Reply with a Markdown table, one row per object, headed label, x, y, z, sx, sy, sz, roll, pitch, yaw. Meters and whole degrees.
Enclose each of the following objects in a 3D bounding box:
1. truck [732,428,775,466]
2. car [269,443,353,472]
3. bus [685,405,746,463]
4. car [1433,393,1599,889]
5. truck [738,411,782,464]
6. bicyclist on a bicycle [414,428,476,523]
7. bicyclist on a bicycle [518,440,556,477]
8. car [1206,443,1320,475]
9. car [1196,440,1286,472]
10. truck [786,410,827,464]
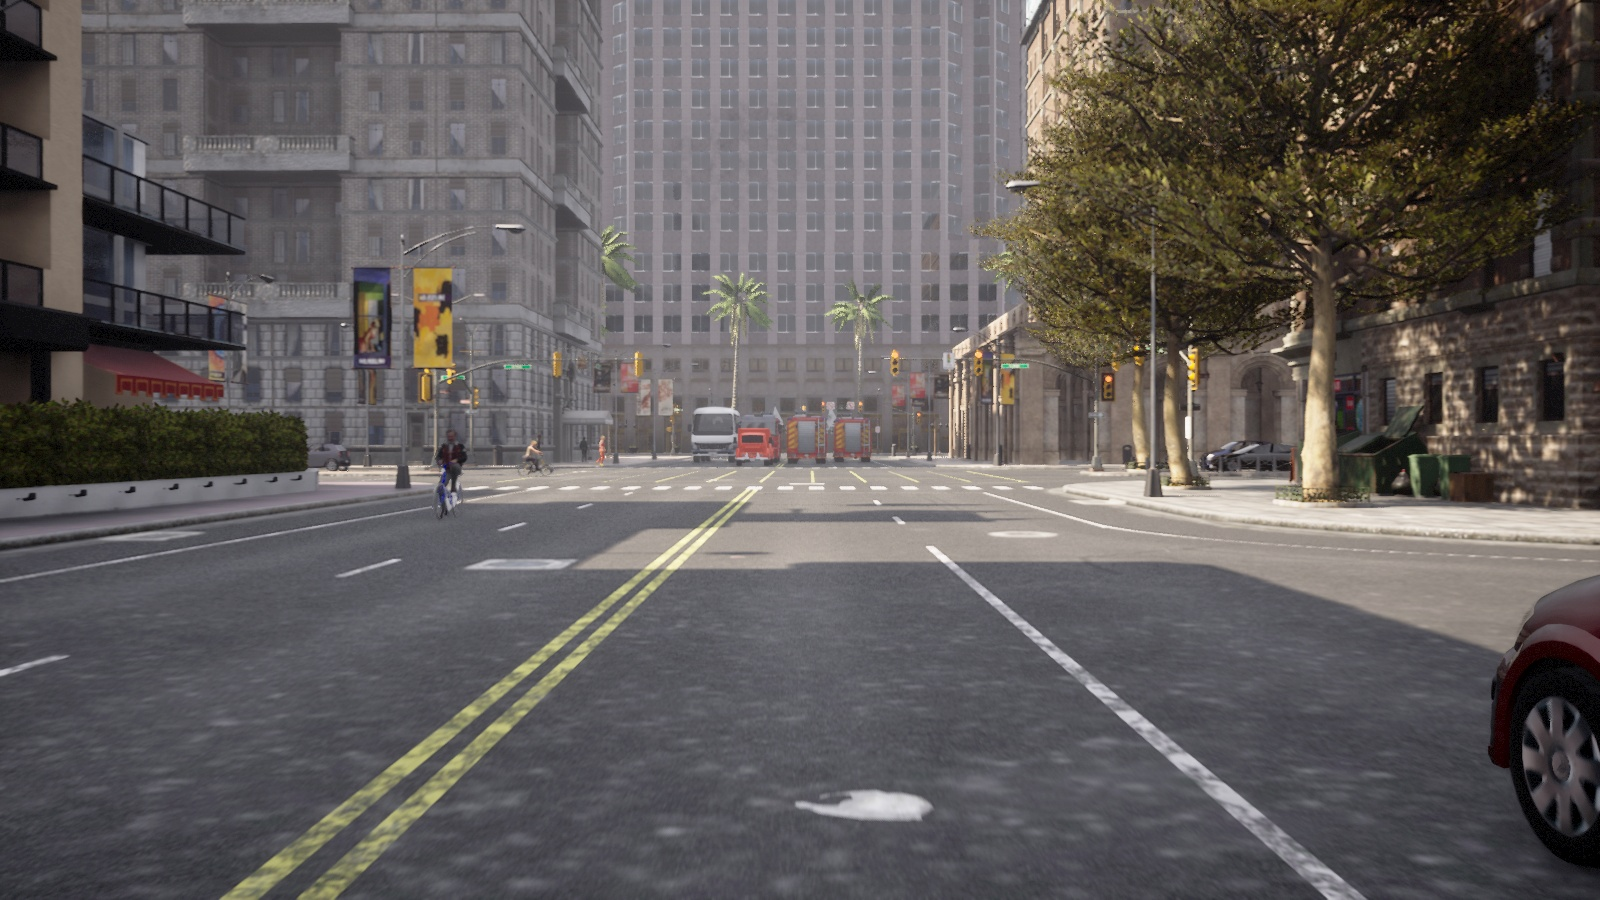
| label | x | y | z | sx | sy | sz | roll | pitch | yaw |
| --- | --- | --- | --- | --- | --- | --- | --- | --- | --- |
| truck | -3.047 | -0.210 | 82.825 | 2.627 | 2.467 | 5.204 | 0 | 0 | 0 |
| car | -25.389 | 0.371 | 65.226 | 3.633 | 1.501 | 1.845 | 0 | 0 | 1 |
| bus | -6.434 | -1.185 | 97.308 | 3.944 | 4.253 | 10.273 | 0 | 0 | 1 |
| car | 3.532 | 0.629 | 3.185 | 1.851 | 1.617 | 3.988 | 0 | 0 | 0 |
| truck | -2.970 | -0.957 | 94.937 | 2.891 | 3.827 | 8.468 | 0 | 0 | 1 |
| bicyclist on a bicycle | -6.856 | 0.474 | 24.336 | 0.659 | 1.776 | 1.843 | 0 | 0 | 0 |
| bicyclist on a bicycle | -11.564 | 0.362 | 55.162 | 1.509 | 1.612 | 0.866 | 0 | -1 | -21 |
| car | 22.504 | 0.419 | 61.155 | 4.792 | 1.488 | 2.163 | 0 | 0 | 2 |
| car | 22.696 | 0.298 | 64.685 | 3.988 | 1.617 | 1.851 | 0 | 0 | 1 |
| truck | 0.509 | -0.941 | 92.751 | 2.891 | 3.827 | 8.468 | 0 | 0 | 0 |
